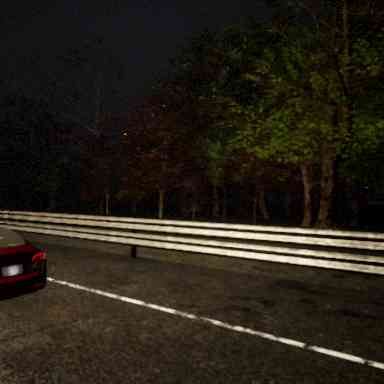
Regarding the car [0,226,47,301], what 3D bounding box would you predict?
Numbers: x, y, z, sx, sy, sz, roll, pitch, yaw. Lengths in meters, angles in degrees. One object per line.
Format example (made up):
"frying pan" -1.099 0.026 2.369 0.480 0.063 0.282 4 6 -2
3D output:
"car" -5.281 1.523 7.607 4.792 1.488 2.163 0 0 35
